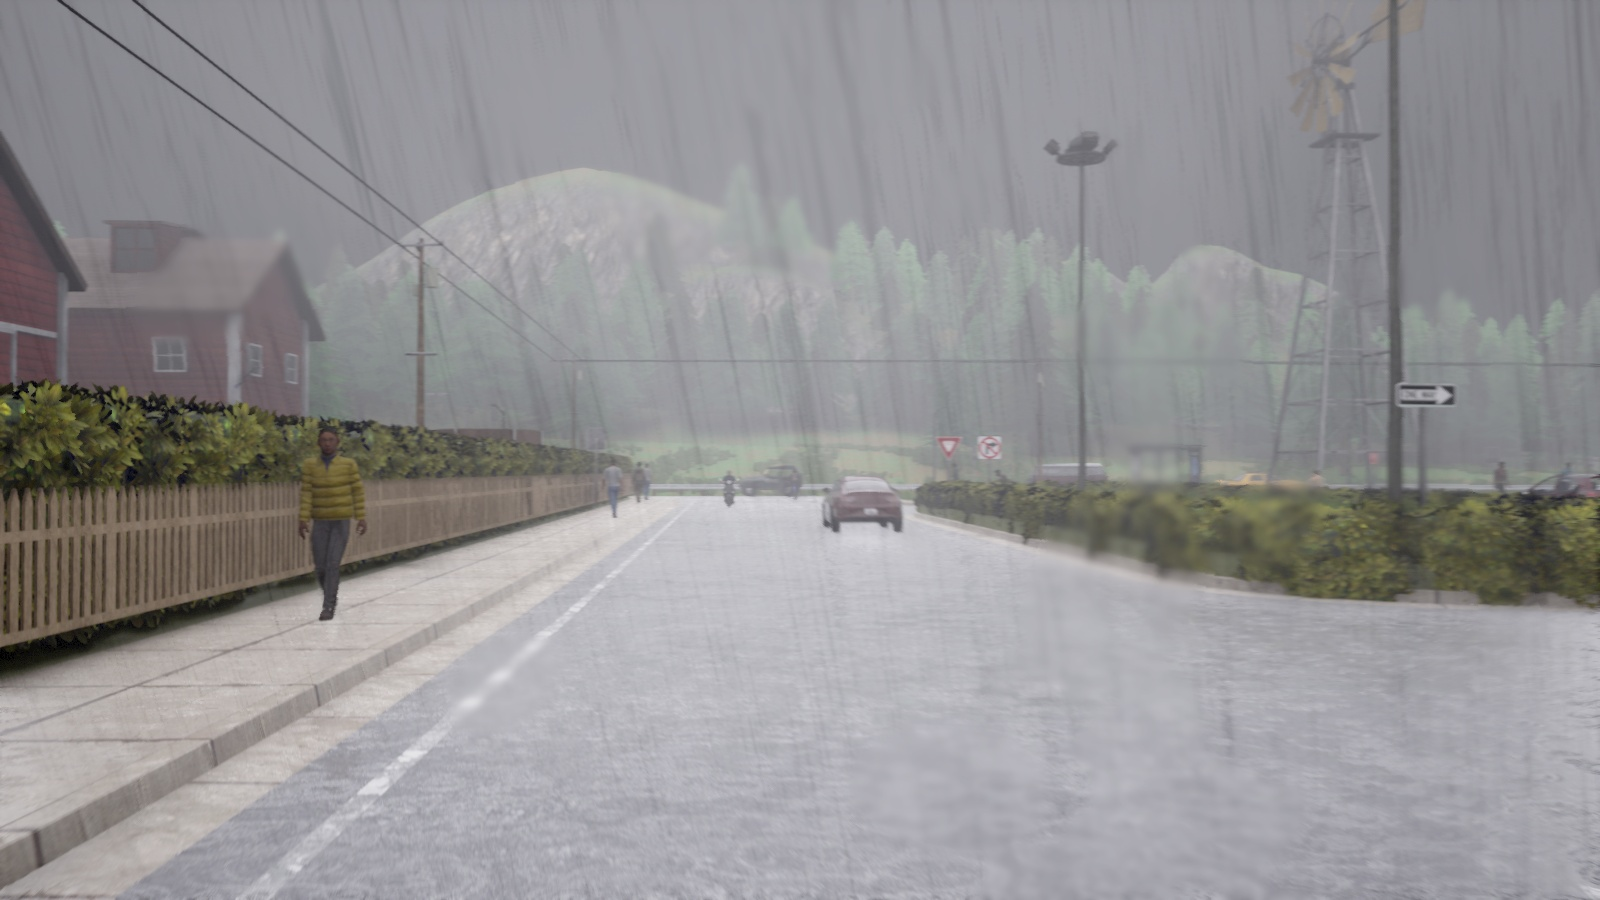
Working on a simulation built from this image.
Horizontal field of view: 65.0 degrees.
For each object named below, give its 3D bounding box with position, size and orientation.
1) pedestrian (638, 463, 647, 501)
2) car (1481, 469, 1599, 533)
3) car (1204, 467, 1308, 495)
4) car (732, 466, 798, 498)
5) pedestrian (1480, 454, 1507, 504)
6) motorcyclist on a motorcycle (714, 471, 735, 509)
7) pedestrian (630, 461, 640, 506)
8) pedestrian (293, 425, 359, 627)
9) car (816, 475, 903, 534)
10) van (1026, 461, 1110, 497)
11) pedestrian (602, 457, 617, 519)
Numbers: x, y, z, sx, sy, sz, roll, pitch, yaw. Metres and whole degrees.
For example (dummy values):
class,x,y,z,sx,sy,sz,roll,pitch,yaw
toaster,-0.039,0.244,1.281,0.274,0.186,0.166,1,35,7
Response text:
class,x,y,z,sx,sy,sz,roll,pitch,yaw
pedestrian,-7.602,1.537,60.458,0.354,1.836,0.706,0,-1,-2
car,18.980,1.226,31.290,1.845,1.501,3.633,0,-1,-4
car,26.446,1.798,72.933,5.366,1.575,1.801,0,-1,-3
car,-2.084,1.881,74.861,3.866,1.878,1.905,0,-1,-3
pedestrian,25.705,1.075,46.553,0.328,1.805,0.869,0,-1,-16
motorcyclist on a motorcycle,-3.204,1.688,53.509,0.866,1.590,1.817,0,-1,-3
pedestrian,-7.166,1.434,54.494,0.396,1.930,0.692,0,-1,-10
pedestrian,-4.465,0.700,11.855,0.431,1.840,0.709,0,-1,-7
car,1.508,1.394,33.588,1.812,1.442,4.674,0,-1,-3
van,15.404,1.676,72.325,4.442,1.987,1.775,0,-1,-3
pedestrian,-5.704,1.140,37.571,0.354,1.836,0.706,0,-1,-14
